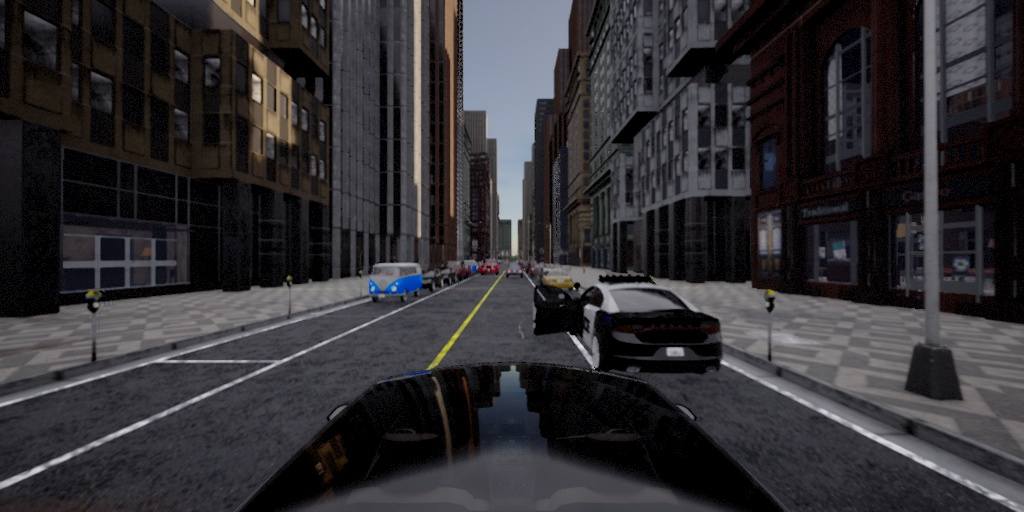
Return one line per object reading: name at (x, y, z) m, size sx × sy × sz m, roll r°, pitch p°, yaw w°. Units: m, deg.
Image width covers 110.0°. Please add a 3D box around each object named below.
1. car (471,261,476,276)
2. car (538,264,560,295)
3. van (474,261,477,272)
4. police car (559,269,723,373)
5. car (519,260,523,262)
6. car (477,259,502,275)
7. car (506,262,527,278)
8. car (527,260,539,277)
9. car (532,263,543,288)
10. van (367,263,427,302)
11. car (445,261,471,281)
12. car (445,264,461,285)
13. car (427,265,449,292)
car at (-5.534, 1.639, 40.266) m, size 1.888 × 1.381 × 4.507 m, roll 0°, pitch 0°, yaw 0°
car at (2.895, 1.459, 23.490) m, size 1.751 × 1.417 × 4.829 m, roll 0°, pitch 0°, yaw 0°
van at (-5.502, 1.484, 45.903) m, size 1.690 × 1.789 × 3.998 m, roll 0°, pitch 0°, yaw 0°
police car at (2.409, 1.225, 7.845) m, size 1.930 × 1.638 × 5.238 m, roll 0°, pitch -1°, yaw 0°
car at (0.304, 1.694, 49.711) m, size 1.812 × 1.442 × 4.674 m, roll 0°, pitch -1°, yaw 1°
car at (-2.755, 1.364, 45.675) m, size 2.150 × 2.045 × 5.566 m, roll 0°, pitch -1°, yaw 1°
car at (0.308, 1.622, 39.083) m, size 2.033 × 1.411 × 5.357 m, roll 0°, pitch -1°, yaw 1°
car at (2.991, 1.521, 40.227) m, size 1.967 × 1.591 × 4.097 m, roll 0°, pitch 0°, yaw 0°
car at (2.926, 1.533, 28.956) m, size 2.007 × 1.370 × 4.403 m, roll 0°, pitch 0°, yaw 0°
van at (-5.663, 1.238, 17.721) m, size 1.690 × 1.789 × 3.998 m, roll 0°, pitch 0°, yaw 0°
car at (-5.566, 1.360, 34.629) m, size 2.192 × 1.841 × 5.009 m, roll 0°, pitch 0°, yaw 0°
car at (-5.599, 1.562, 28.994) m, size 1.948 × 1.339 × 4.313 m, roll 0°, pitch 0°, yaw 0°
car at (-5.631, 1.512, 23.357) m, size 1.948 × 1.339 × 4.313 m, roll 0°, pitch 0°, yaw 0°
